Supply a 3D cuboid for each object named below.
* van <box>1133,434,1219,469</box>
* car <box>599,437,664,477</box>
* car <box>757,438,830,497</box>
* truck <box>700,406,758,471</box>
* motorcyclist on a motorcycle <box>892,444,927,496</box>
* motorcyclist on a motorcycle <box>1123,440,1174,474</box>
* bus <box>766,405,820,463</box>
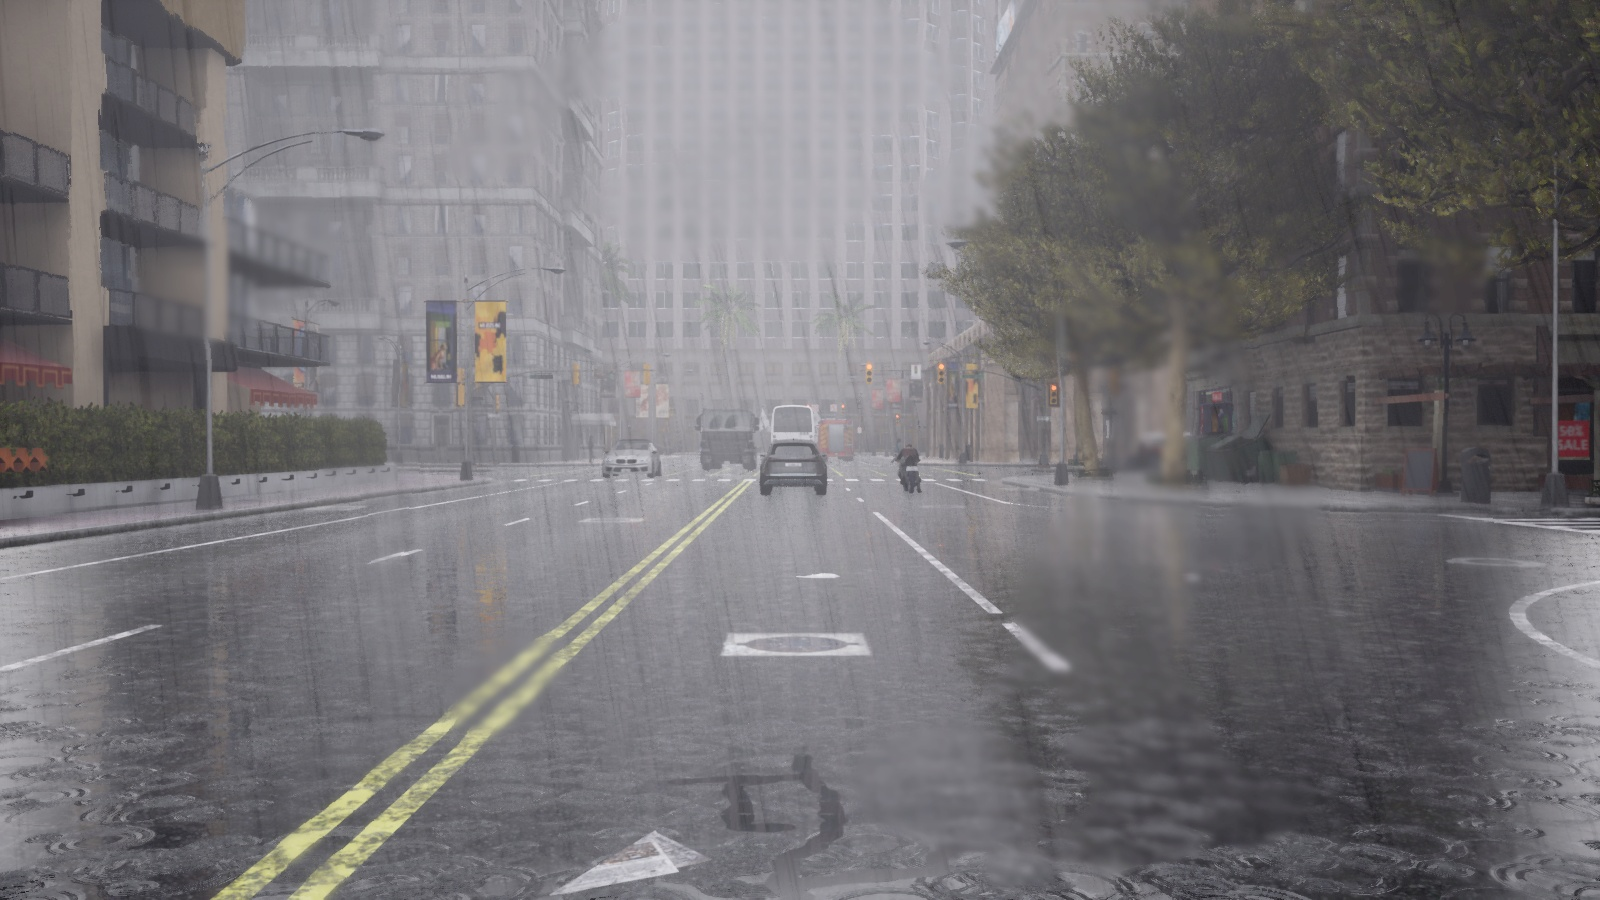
[{"bbox_3d":[22.090,0.071,73.871,4.480,2.038,2.069,0,0,1],"label":"van"},{"bbox_3d":[-7.303,0.276,54.745,2.242,1.667,4.611,0,0,0],"label":"car"},{"bbox_3d":[-0.196,0.465,37.376,2.033,1.649,4.856,0,0,0],"label":"car"},{"bbox_3d":[-3.898,-0.636,70.462,2.891,3.462,7.936,0,0,0],"label":"truck"},{"bbox_3d":[3.298,0.569,38.045,0.866,1.530,2.191,0,0,0],"label":"motorcyclist on a motorcycle"},{"bbox_3d":[17.299,0.359,62.384,2.350,1.649,0.766,0,0,1],"label":"motorcyclist on a motorcycle"},{"bbox_3d":[-0.563,-1.176,96.592,3.944,4.253,10.273,0,0,0],"label":"bus"}]
